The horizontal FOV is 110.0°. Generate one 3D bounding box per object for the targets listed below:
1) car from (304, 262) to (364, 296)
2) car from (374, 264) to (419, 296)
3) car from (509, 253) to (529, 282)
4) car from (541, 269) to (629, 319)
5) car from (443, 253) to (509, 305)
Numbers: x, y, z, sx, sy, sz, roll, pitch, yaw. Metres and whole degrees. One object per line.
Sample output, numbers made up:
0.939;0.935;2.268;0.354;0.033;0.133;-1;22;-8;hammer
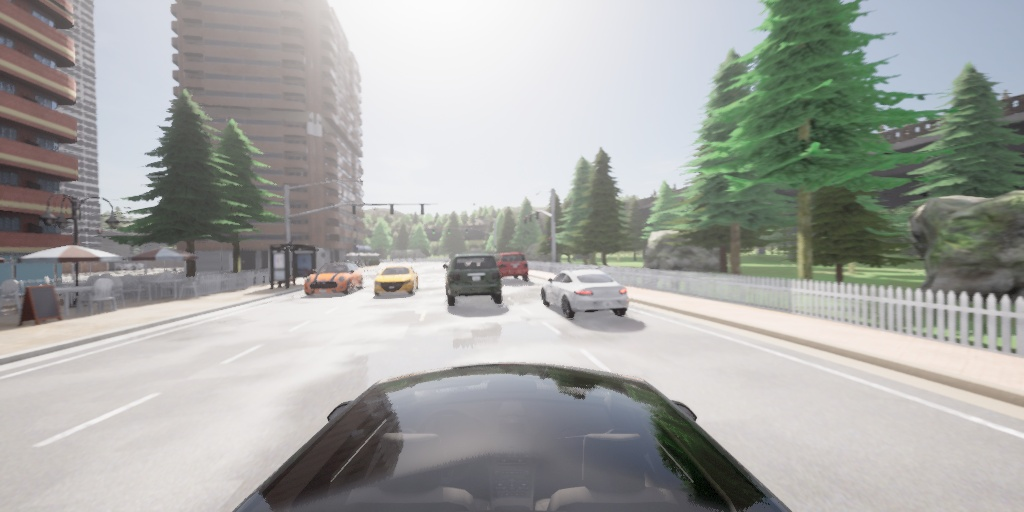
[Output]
-9.868;1.175;20.195;2.097;1.767;4.553;-1;0;-10;car
-6.216;1.227;19.660;1.882;1.535;5.008;-1;0;-10;car
-0.252;0.790;26.627;2.150;2.045;5.566;-1;0;-10;car
2.296;1.149;12.143;1.812;1.442;4.674;-1;0;-9;car
-1.808;0.902;15.900;2.150;2.045;5.566;-1;1;-11;car
